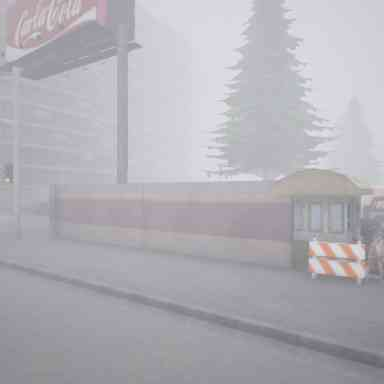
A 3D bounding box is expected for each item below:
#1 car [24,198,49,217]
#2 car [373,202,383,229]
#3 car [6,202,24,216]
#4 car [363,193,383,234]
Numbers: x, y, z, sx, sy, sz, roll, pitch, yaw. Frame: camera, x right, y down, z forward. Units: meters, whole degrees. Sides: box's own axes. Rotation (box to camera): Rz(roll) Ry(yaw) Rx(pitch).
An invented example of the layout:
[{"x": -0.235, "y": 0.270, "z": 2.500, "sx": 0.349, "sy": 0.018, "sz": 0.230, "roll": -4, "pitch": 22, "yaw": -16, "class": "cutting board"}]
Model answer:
[{"x": -12.209, "y": 1.219, "z": 31.160, "sx": 2.150, "sy": 2.045, "sz": 5.566, "roll": 0, "pitch": 0, "yaw": 35, "class": "car"}, {"x": 12.661, "y": 1.338, "z": 18.653, "sx": 4.193, "sy": 1.474, "sz": 1.816, "roll": 0, "pitch": 0, "yaw": 35, "class": "car"}, {"x": -15.497, "y": 1.503, "z": 32.571, "sx": 1.837, "sy": 1.490, "sz": 4.892, "roll": 0, "pitch": 0, "yaw": 35, "class": "car"}, {"x": 10.719, "y": 1.149, "z": 16.598, "sx": 3.866, "sy": 1.878, "sz": 1.905, "roll": 0, "pitch": 0, "yaw": 35, "class": "car"}]
